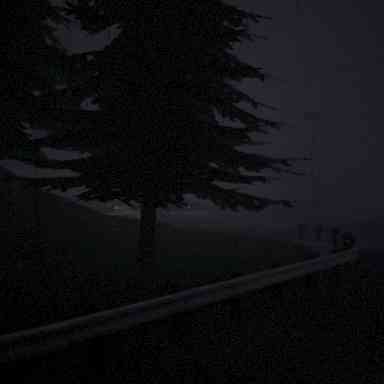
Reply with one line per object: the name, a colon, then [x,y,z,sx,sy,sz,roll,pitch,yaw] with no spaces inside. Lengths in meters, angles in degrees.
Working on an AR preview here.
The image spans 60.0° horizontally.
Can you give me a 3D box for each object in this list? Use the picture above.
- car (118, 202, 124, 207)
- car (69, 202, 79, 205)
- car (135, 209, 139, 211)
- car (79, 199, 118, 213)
car: [-13.492,1.850,56.821,4.181,1.385,1.994,1,0,44]
car: [-19.868,1.737,58.064,5.357,1.411,2.033,1,0,44]
car: [-5.837,1.822,44.747,4.902,1.511,2.128,0,-1,43]
car: [-11.358,1.776,40.329,4.674,1.442,1.812,0,-1,43]
